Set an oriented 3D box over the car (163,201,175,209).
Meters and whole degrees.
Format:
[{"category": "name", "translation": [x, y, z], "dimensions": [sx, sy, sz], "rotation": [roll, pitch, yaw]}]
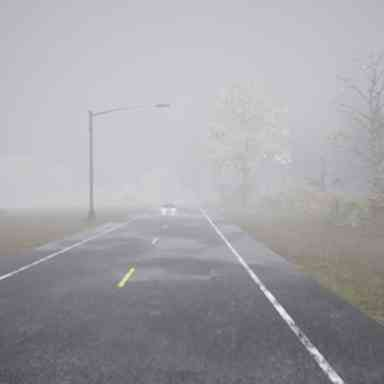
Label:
[{"category": "car", "translation": [-3.906, 2.143, 55.982], "dimensions": [1.895, 1.301, 4.718], "rotation": [-1, 0, 0]}]
